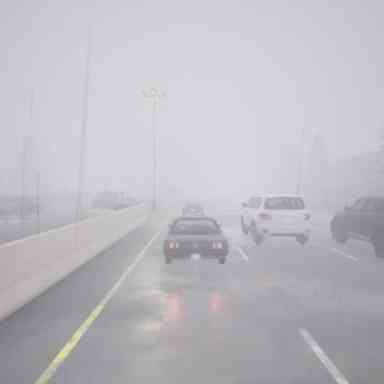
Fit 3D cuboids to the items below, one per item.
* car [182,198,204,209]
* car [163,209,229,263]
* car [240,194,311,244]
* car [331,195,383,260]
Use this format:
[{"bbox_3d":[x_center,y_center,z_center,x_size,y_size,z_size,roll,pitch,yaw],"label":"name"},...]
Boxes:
[{"bbox_3d":[0.082,1.270,29.106,1.812,1.442,4.674,0,1,0],"label":"car"},{"bbox_3d":[0.102,1.499,11.501,1.895,1.301,4.718,0,1,0],"label":"car"},{"bbox_3d":[3.614,1.088,15.258,2.150,2.045,5.566,0,1,0],"label":"car"},{"bbox_3d":[7.111,1.117,12.148,2.150,2.045,5.566,0,1,0],"label":"car"}]
